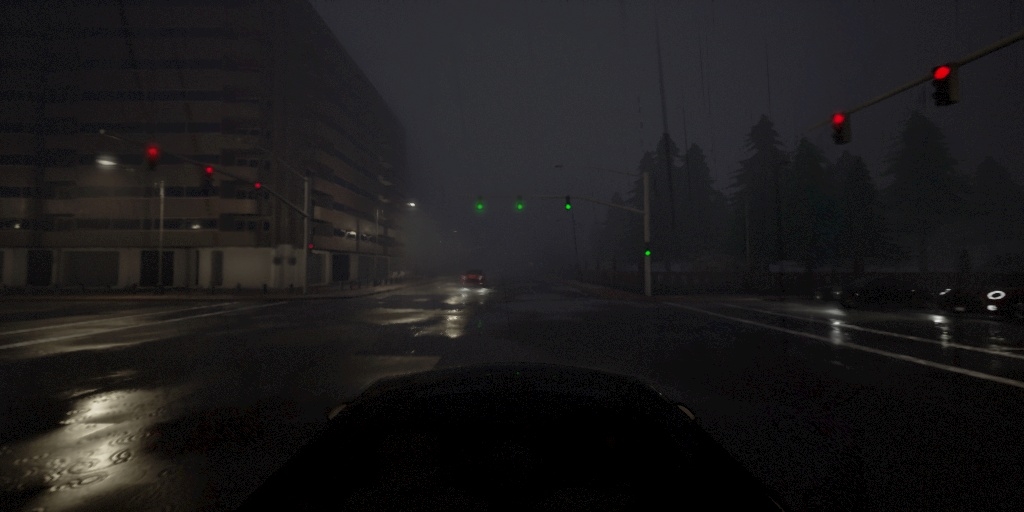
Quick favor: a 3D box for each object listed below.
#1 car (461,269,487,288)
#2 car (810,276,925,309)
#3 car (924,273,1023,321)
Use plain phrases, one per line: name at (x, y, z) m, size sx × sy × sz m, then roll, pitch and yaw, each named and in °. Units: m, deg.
car at (-3.523, 2.037, 34.009) m, size 2.097 × 1.767 × 4.553 m, roll 0°, pitch -2°, yaw 0°
car at (16.939, 1.688, 17.022) m, size 4.674 × 1.442 × 1.812 m, roll 0°, pitch -2°, yaw 3°
car at (19.071, 1.404, 13.376) m, size 4.553 × 1.767 × 2.097 m, roll 0°, pitch -2°, yaw 4°
